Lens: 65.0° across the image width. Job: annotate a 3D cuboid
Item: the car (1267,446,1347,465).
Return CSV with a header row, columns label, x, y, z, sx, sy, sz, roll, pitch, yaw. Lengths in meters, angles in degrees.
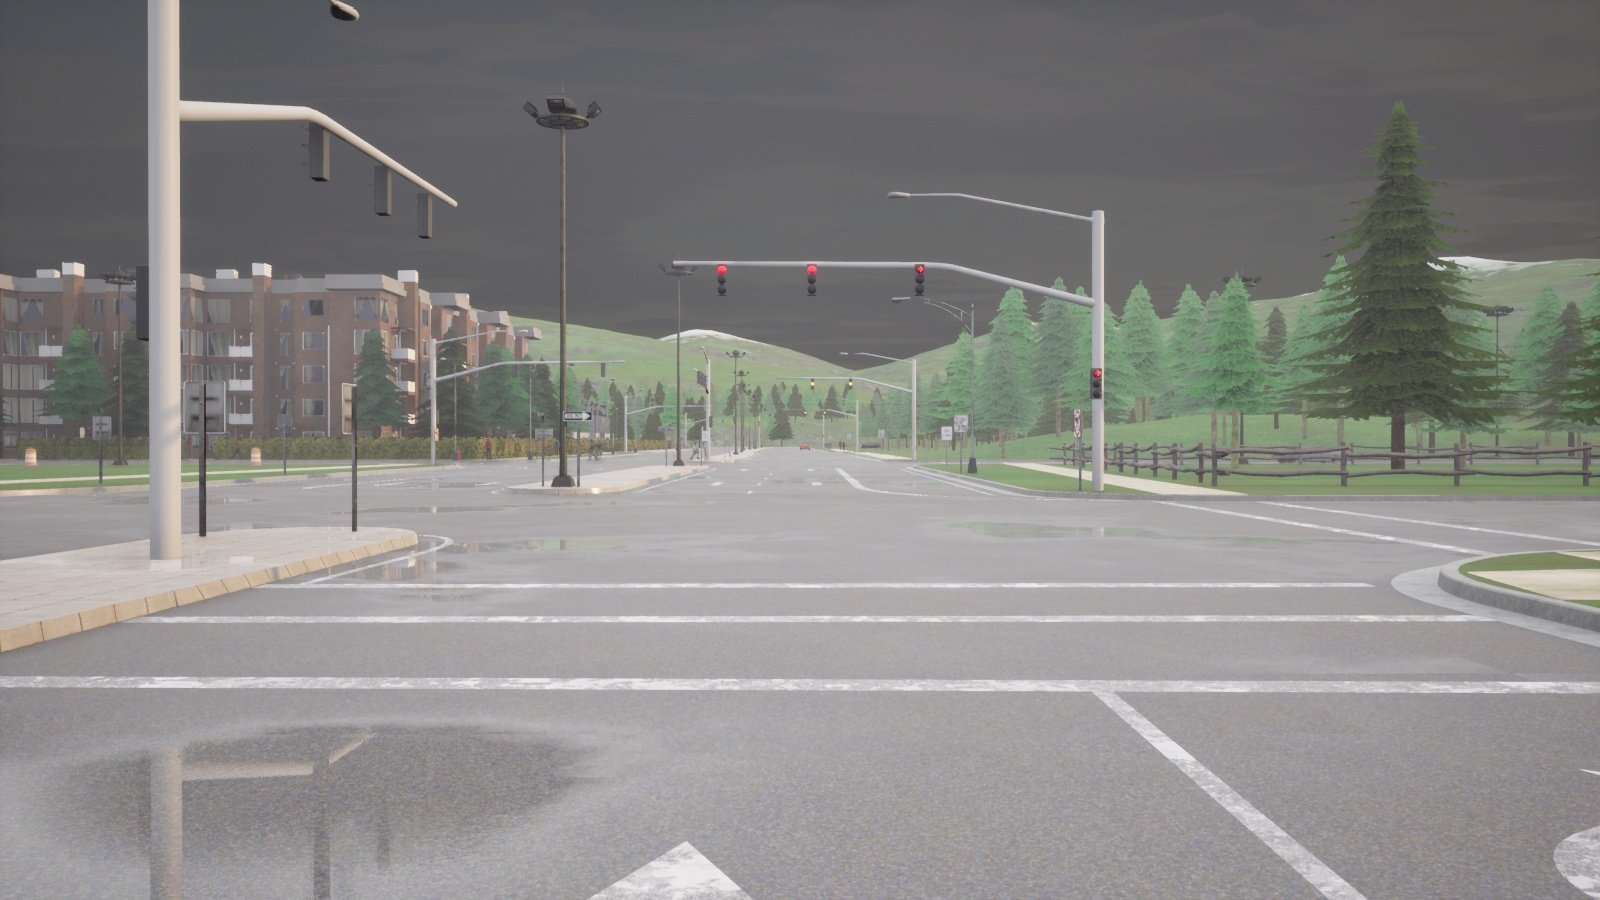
label,x,y,z,sx,sy,sz,roll,pitch,yaw
car,35.052,0.385,86.879,4.718,1.301,1.895,0,0,0
